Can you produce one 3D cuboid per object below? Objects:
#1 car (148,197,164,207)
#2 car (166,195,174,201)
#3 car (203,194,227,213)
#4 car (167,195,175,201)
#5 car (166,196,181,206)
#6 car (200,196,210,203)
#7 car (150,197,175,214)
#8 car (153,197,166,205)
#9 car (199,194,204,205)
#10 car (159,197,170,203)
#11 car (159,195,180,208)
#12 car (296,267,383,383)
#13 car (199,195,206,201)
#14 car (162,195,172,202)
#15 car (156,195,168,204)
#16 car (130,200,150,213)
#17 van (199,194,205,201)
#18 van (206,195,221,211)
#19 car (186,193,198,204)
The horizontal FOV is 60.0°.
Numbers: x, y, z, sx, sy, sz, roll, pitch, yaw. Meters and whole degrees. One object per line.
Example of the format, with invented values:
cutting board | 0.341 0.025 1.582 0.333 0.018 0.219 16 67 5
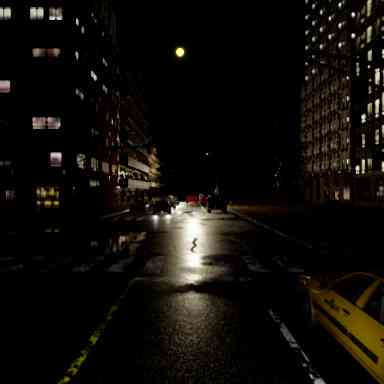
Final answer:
car | -5.696 1.576 52.975 2.008 1.369 4.403 0 0 0
car | -5.697 1.605 85.966 1.752 1.417 4.829 0 0 0
car | 2.684 1.324 36.396 2.192 1.841 5.009 0 0 0
car | -5.697 1.636 91.661 1.887 1.381 4.507 0 0 0
car | -3.048 1.521 55.625 2.128 1.511 4.902 0 0 0
car | 2.684 1.595 69.556 1.887 1.381 4.507 0 0 0
car | -3.123 1.556 35.304 2.033 1.411 5.357 0 0 -4
car | -5.696 1.578 58.501 1.887 1.381 4.507 0 0 0
car | 2.683 1.349 58.502 2.192 1.841 5.009 0 0 0
car | -5.696 1.633 69.556 1.802 1.307 4.206 0 0 0
car | -3.090 1.564 45.432 2.033 1.411 5.357 0 0 0
car | 2.686 1.525 4.153 1.752 1.417 4.829 0 0 0
car | 2.683 1.606 86.306 1.752 1.417 4.829 0 0 0
car | -5.697 1.500 75.082 1.967 1.590 4.097 0 0 0
car | -5.697 1.482 64.029 1.967 1.590 4.097 0 0 0
car | -5.694 1.559 36.396 2.008 1.369 4.403 0 0 0
van | 2.682 1.432 91.662 1.690 1.788 3.998 0 0 0
van | 2.684 1.354 41.922 1.690 1.788 3.998 0 0 0
car | -0.003 1.265 65.203 2.150 2.045 5.566 0 0 0
